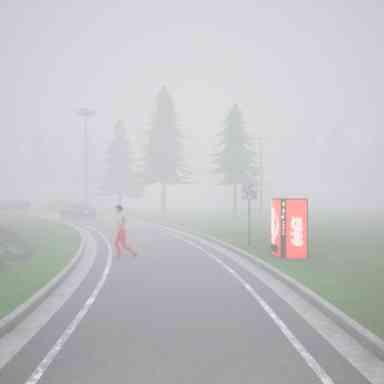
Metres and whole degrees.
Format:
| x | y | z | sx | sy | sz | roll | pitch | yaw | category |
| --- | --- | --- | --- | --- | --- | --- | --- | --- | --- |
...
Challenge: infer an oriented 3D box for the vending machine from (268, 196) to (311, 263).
| x | y | z | sx | sy | sz | roll | pitch | yaw | category |
| --- | --- | --- | --- | --- | --- | --- | --- | --- | --- |
| 3.208 | 1.195 | 11.024 | 1.100 | 2.100 | 0.880 | 0 | 0 | -10 | vending machine |

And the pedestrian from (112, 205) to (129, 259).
| x | y | z | sx | sy | sz | roll | pitch | yaw | category |
| --- | --- | --- | --- | --- | --- | --- | --- | --- | --- |
| -2.362 | 1.294 | 11.001 | 0.375 | 1.860 | 0.375 | 0 | 0 | -12 | pedestrian |

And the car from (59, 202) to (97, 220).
| x | y | z | sx | sy | sz | roll | pitch | yaw | category |
| --- | --- | --- | --- | --- | --- | --- | --- | --- | --- |
| -9.897 | 1.564 | 28.640 | 1.994 | 1.385 | 4.181 | 0 | 0 | -41 | car |

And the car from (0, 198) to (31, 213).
| x | y | z | sx | sy | sz | roll | pitch | yaw | category |
| --- | --- | --- | --- | --- | --- | --- | --- | --- | --- |
| -20.030 | 1.477 | 36.987 | 5.008 | 1.535 | 1.882 | 0 | 0 | 30 | car |
